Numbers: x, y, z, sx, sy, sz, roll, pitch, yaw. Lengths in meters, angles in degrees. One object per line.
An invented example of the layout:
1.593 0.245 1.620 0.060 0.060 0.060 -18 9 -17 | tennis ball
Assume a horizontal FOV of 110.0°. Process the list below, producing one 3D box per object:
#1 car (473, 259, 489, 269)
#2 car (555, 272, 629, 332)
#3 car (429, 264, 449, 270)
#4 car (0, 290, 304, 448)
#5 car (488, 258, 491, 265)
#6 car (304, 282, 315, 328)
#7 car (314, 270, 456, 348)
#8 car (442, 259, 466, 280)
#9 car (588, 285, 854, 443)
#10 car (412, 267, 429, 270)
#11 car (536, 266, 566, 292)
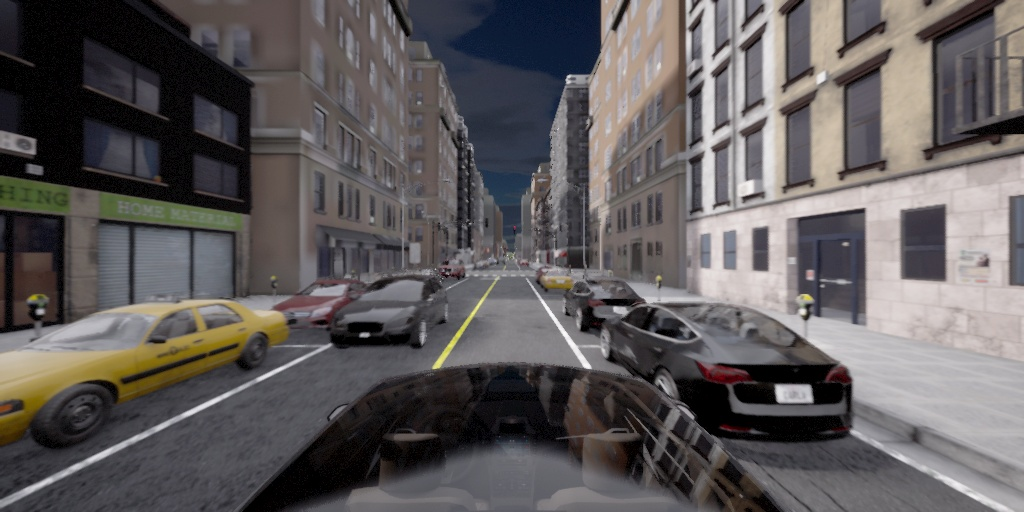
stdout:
-5.392 1.493 58.964 2.007 1.370 4.403 0 0 0 | car
2.637 1.350 10.841 1.948 1.339 4.313 0 0 0 | car
-5.389 1.372 21.676 2.007 1.370 4.403 0 0 0 | car
-5.387 1.290 5.267 1.751 1.417 4.829 0 0 0 | car
-5.392 1.504 64.419 1.888 1.381 4.507 0 0 0 | car
-5.388 1.367 10.850 1.802 1.307 4.207 0 0 0 | car
-2.849 1.284 9.367 1.837 1.490 4.892 0 0 0 | car
-5.390 1.172 32.501 2.192 1.841 5.009 0 0 0 | car
2.638 1.330 5.428 1.948 1.339 4.313 0 0 0 | car
-5.388 1.355 16.263 2.007 1.370 4.403 0 0 0 | car
2.636 1.347 21.837 1.751 1.417 4.829 0 0 0 | car
